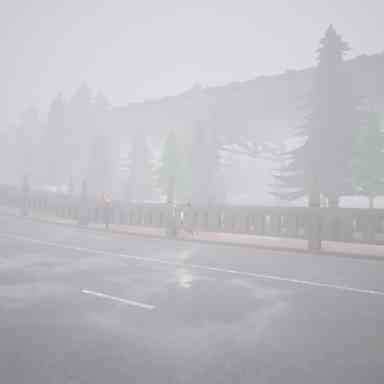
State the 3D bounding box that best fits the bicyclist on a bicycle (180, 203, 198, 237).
[{"bbox_3d":[-0.090,1.342,16.117,0.582,1.620,1.656,1,-3,33],"label":"bicyclist on a bicycle"}]
